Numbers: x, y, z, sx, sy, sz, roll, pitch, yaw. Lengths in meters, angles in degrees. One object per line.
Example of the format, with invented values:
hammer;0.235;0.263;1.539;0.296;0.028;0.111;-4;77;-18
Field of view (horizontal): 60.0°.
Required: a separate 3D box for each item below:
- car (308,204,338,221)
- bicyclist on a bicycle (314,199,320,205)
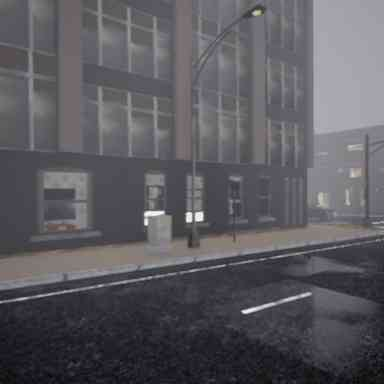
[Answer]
car;11.512;1.897;32.016;2.128;1.511;4.902;0;-1;-37
bicyclist on a bicycle;15.488;1.734;41.287;1.656;1.620;0.582;-1;0;-37
